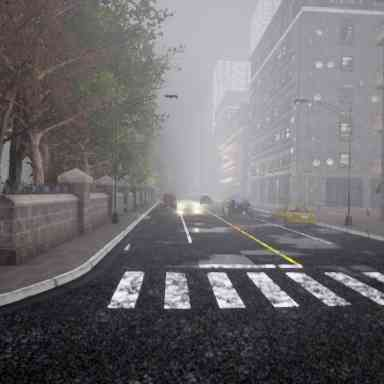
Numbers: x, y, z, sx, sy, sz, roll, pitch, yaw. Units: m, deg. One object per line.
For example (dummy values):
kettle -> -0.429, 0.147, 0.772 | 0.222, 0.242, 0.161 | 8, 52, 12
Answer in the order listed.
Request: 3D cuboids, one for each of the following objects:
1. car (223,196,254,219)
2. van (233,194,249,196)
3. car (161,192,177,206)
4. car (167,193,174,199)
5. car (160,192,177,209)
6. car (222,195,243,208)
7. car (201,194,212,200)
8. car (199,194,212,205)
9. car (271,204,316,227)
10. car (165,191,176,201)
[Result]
car -> 3.759, 1.355, 27.477 | 2.128, 1.511, 4.902 | 1, 0, -3
van -> 5.687, 1.187, 38.788 | 1.690, 1.788, 3.998 | 1, 0, -3
car -> -3.336, 0.948, 49.342 | 2.192, 1.841, 5.009 | 1, 0, -3
car -> -5.651, 0.991, 88.045 | 1.947, 1.339, 4.313 | 1, 0, -3
car -> -2.679, 1.135, 38.286 | 1.967, 1.590, 4.097 | 1, 0, -3
car -> 5.355, 1.255, 44.317 | 1.967, 1.590, 4.097 | 1, 0, -3
car -> 3.373, 1.184, 77.490 | 2.008, 1.369, 4.403 | 1, 0, -3
car -> 2.204, 1.242, 53.424 | 1.812, 1.442, 4.674 | 1, 0, -3
car -> 6.662, 1.467, 22.371 | 1.752, 1.417, 4.829 | 1, 0, -3
car -> -4.655, 0.827, 71.458 | 2.192, 1.841, 5.009 | 1, 0, -3
